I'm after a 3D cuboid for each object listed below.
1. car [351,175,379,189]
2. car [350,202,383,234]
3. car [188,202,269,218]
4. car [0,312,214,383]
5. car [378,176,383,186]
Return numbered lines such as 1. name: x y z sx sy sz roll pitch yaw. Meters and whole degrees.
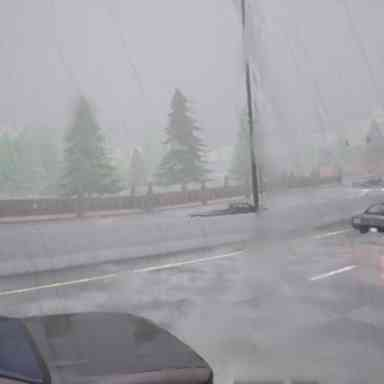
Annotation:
1. car: 21.307 -1.308 40.510 4.892 1.490 1.837 -6 4 -35
2. car: 8.973 1.076 14.445 4.718 1.301 1.895 -4 3 -35
3. car: 2.015 1.270 18.326 4.718 1.301 1.895 -4 2 -35
4. car: -2.338 1.546 2.078 5.357 1.411 2.033 0 0 -35
5. car: 24.122 -1.359 38.201 5.357 1.411 2.033 -7 4 -35
